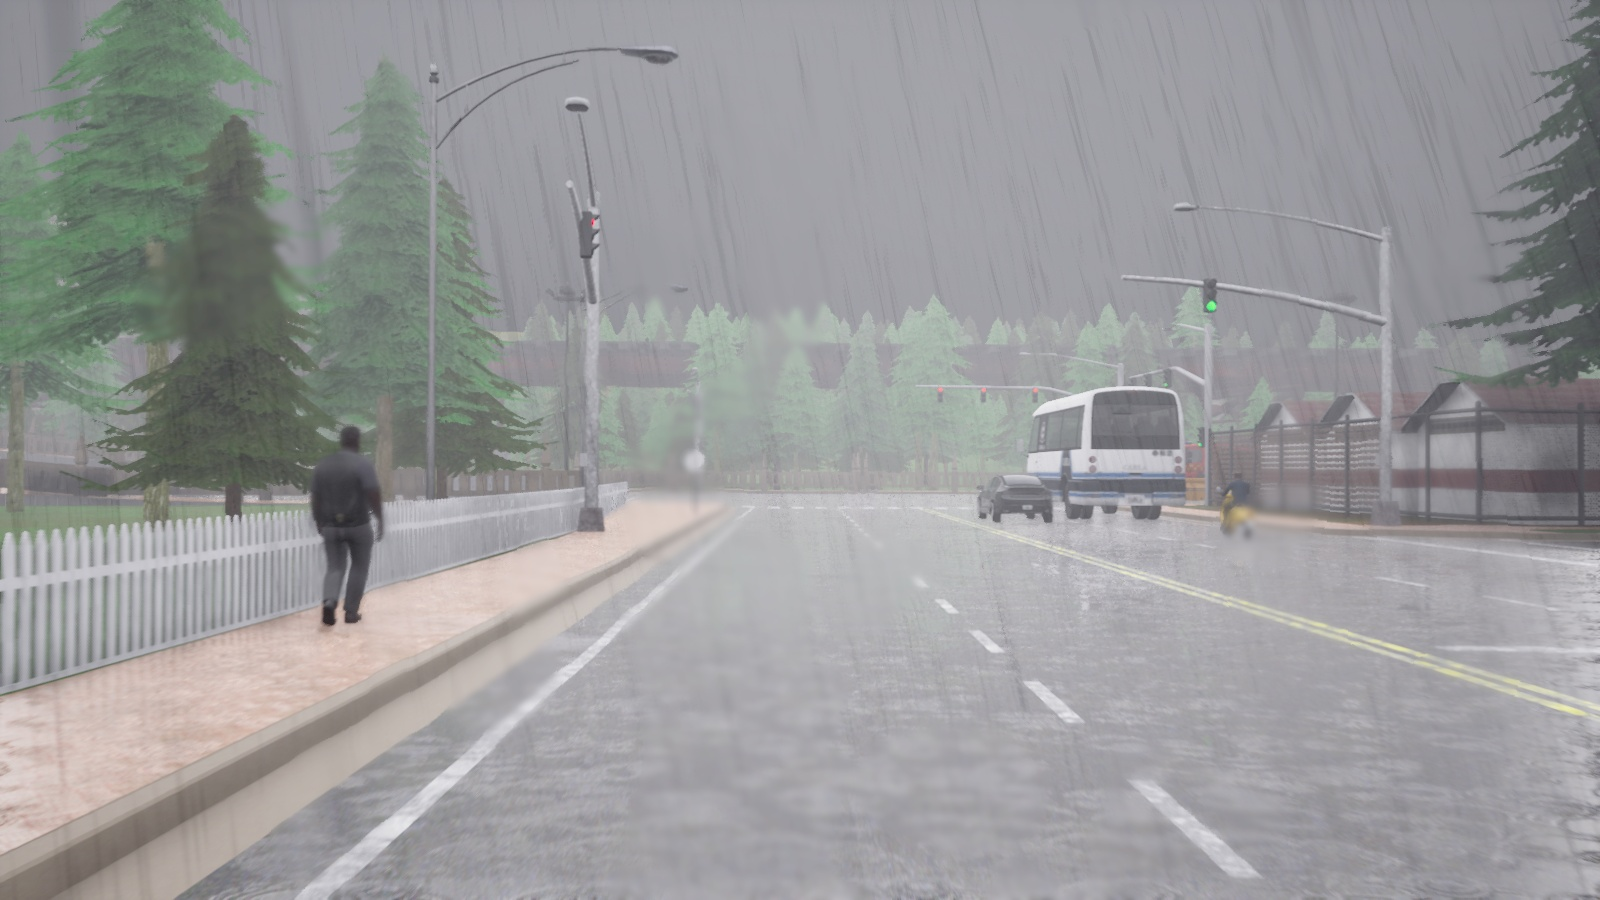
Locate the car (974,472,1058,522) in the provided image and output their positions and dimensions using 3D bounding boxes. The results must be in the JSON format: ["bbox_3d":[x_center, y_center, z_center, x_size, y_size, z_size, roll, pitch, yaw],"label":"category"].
[{"bbox_3d":[6.901,1.472,40.624,1.837,1.490,4.892,0,-1,0],"label":"car"}]

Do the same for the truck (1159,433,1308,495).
[{"bbox_3d":[27.508,0.877,79.868,8.468,3.827,2.891,0,-1,-2],"label":"truck"}]

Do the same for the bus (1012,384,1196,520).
[{"bbox_3d":[10.384,0.141,44.463,3.944,4.253,10.273,0,-1,0],"label":"bus"}]

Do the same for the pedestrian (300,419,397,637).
[{"bbox_3d":[-4.034,0.678,11.256,0.563,1.883,0.849,0,-1,0],"label":"pedestrian"}]

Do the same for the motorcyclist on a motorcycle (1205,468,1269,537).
[{"bbox_3d":[10.426,1.229,30.034,0.866,1.590,1.817,0,-1,0],"label":"motorcyclist on a motorcycle"}]
